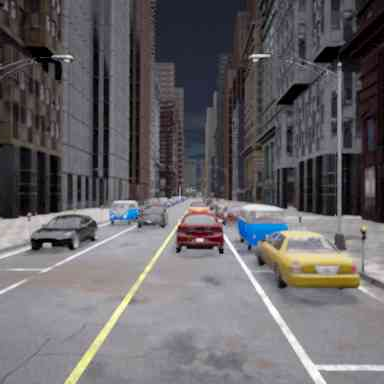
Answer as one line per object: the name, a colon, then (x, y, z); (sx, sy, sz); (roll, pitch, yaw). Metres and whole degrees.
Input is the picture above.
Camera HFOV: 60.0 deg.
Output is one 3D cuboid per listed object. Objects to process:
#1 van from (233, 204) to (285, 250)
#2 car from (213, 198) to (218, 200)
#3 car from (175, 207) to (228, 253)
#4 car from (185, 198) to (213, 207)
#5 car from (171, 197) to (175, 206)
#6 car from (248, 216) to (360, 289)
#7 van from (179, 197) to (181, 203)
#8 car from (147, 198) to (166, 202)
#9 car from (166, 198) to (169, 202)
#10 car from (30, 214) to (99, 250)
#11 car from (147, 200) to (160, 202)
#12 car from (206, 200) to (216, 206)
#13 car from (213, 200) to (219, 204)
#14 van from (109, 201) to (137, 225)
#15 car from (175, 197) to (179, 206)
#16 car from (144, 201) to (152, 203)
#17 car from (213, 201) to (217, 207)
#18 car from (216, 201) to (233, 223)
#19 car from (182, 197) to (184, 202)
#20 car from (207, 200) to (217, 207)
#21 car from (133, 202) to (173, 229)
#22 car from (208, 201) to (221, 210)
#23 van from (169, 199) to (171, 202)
van: (2.998, 1.511, 14.830); (1.690, 1.788, 3.998); (0, -1, 1)
car: (3.585, 1.968, 48.639); (1.967, 1.590, 4.097); (0, -1, 1)
car: (0.334, 1.632, 14.606); (1.882, 1.535, 5.008); (0, -1, 1)
car: (0.626, 1.685, 31.393); (2.097, 1.767, 4.553); (0, -1, 1)
car: (-4.742, 2.050, 60.050); (1.967, 1.590, 4.097); (0, -1, 1)
car: (2.902, 1.637, 9.363); (1.752, 1.417, 4.829); (0, -1, 1)
van: (-4.350, 2.191, 82.593); (1.690, 1.788, 3.998); (0, -1, 1)
car: (-5.036, 1.745, 43.144); (2.192, 1.841, 5.009); (0, -1, 1)
car: (-4.939, 2.034, 48.777); (1.887, 1.381, 4.507); (0, -1, 1)
car: (-5.527, 1.697, 14.964); (1.947, 1.339, 4.313); (0, -1, 1)
car: (-5.134, 1.936, 37.506); (1.947, 1.339, 4.313); (0, -1, 1)
car: (3.977, 2.334, 71.179); (1.947, 1.339, 4.313); (0, -1, 1)
car: (3.389, 1.959, 37.368); (2.008, 1.369, 4.403); (0, -1, 1)
van: (-5.330, 1.592, 26.237); (1.690, 1.788, 3.998); (0, -1, 1)
car: (-4.546, 2.169, 71.321); (1.967, 1.590, 4.097); (0, -1, 1)
car: (-5.232, 1.876, 31.870); (1.947, 1.339, 4.313); (0, -1, 1)
car: (3.294, 1.876, 31.903); (1.752, 1.417, 4.829); (0, -1, 1)
car: (3.194, 1.729, 26.099); (1.967, 1.590, 4.097); (0, -1, 1)
car: (-4.155, 2.523, 93.861); (2.008, 1.369, 4.403); (0, -1, 1)
car: (3.879, 2.252, 65.544); (1.887, 1.381, 4.507); (0, -1, 1)
car: (-2.694, 1.743, 23.888); (1.837, 1.490, 4.892); (0, -1, 1)
car: (3.683, 2.154, 54.273); (1.947, 1.339, 4.313); (0, -1, 1)
van: (-4.840, 1.891, 54.415); (1.690, 1.788, 3.998); (0, -1, 1)
